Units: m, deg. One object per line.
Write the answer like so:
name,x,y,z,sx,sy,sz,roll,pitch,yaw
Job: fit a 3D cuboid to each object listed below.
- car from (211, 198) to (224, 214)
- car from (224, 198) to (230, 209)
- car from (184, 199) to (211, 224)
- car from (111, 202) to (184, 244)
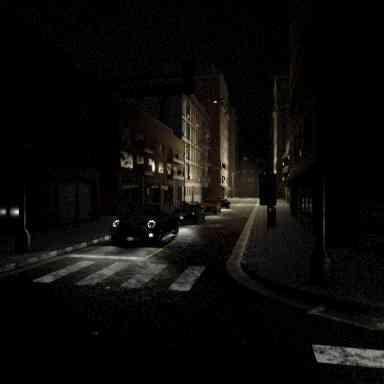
car,1.817,1.417,34.127,1.882,1.535,5.008,0,0,12
car,3.927,1.480,43.863,1.994,1.385,4.181,0,0,13
car,-0.194,1.450,24.710,2.128,1.511,4.902,0,0,12
car,-2.073,1.326,15.770,2.097,1.767,4.553,0,0,12
